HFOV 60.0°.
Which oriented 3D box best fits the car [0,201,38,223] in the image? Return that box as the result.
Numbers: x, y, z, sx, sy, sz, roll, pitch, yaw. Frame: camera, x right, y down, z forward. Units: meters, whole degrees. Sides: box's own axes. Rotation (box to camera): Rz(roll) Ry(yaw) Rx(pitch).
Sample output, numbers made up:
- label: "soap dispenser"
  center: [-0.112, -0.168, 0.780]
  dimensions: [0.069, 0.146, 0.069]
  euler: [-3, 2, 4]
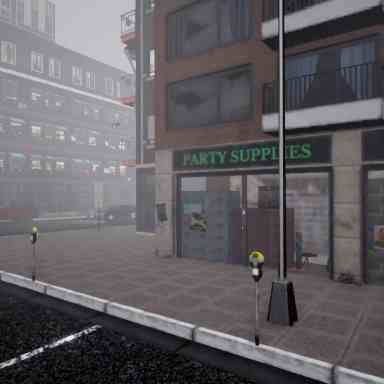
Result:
- label: "car"
  center: [-14.946, 1.609, 26.706]
  dimensions: [2.192, 1.841, 5.009]
  euler: [-1, -2, 35]

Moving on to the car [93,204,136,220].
- label: "car"
  center: [-7.481, 1.955, 32.858]
  dimensions: [1.837, 1.490, 4.892]
  euler: [0, 0, 35]
